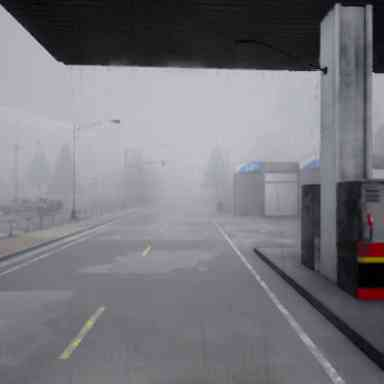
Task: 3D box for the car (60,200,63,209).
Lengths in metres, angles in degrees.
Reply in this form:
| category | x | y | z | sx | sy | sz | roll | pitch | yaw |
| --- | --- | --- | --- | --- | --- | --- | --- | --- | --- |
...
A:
| category | x | y | z | sx | sy | sz | roll | pitch | yaw |
| --- | --- | --- | --- | --- | --- | --- | --- | --- | --- |
| car | -16.520 | 1.421 | 36.474 | 4.514 | 1.523 | 2.007 | 0 | 0 | -1 |

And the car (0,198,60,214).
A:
| category | x | y | z | sx | sy | sz | roll | pitch | yaw |
| --- | --- | --- | --- | --- | --- | --- | --- | --- | --- |
| car | -16.448 | 1.405 | 33.338 | 5.027 | 1.636 | 2.152 | 0 | 0 | -1 |
